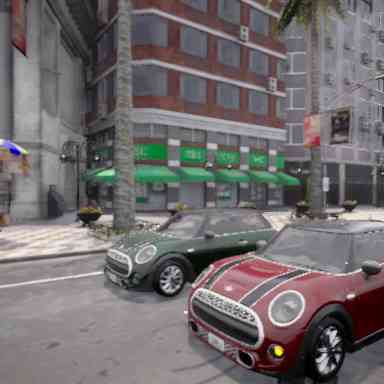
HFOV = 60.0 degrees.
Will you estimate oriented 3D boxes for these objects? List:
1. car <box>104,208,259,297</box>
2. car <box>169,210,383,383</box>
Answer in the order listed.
[{"bbox_3d":[0.190,1.227,8.325,4.553,1.767,2.097,0,1,-34],"label":"car"},{"bbox_3d":[2.168,1.288,5.444,4.553,1.767,2.097,0,1,-34],"label":"car"}]
